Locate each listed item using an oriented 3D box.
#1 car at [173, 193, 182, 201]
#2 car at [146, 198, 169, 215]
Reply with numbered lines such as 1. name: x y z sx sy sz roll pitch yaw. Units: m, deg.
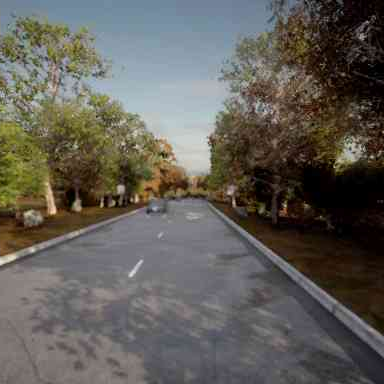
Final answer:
1. car: -3.196 1.105 73.456 1.837 1.490 4.892 0 0 0
2. car: -3.320 1.358 32.534 2.128 1.511 4.902 0 0 0
